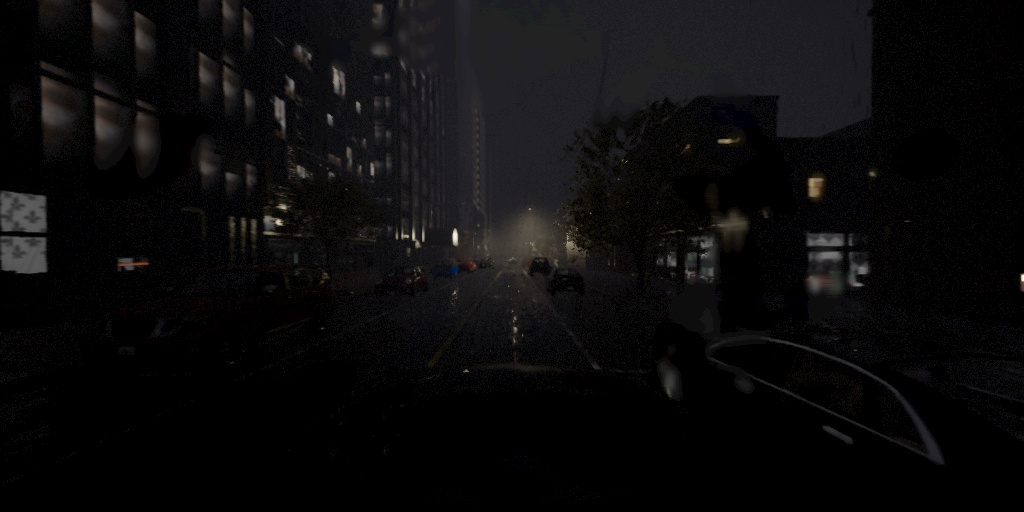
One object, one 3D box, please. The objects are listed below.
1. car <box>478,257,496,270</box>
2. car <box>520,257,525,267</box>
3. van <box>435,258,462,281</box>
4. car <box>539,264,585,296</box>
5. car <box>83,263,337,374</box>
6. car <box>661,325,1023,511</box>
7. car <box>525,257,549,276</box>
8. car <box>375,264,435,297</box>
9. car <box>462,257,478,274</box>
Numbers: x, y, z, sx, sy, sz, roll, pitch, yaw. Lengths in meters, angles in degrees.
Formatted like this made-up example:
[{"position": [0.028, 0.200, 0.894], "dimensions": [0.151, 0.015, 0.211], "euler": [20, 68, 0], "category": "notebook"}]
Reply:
[{"position": [-2.940, 0.881, 42.693], "dimensions": [1.837, 1.490, 4.892], "euler": [0, 0, 0], "category": "car"}, {"position": [2.794, 1.036, 63.955], "dimensions": [2.192, 1.841, 5.009], "euler": [0, 0, 0], "category": "car"}, {"position": [-5.644, 1.127, 30.772], "dimensions": [1.690, 1.789, 3.998], "euler": [0, 0, 0], "category": "van"}, {"position": [2.728, 1.279, 18.943], "dimensions": [2.007, 1.370, 4.403], "euler": [0, 0, 0], "category": "car"}, {"position": [-5.786, 1.105, 7.905], "dimensions": [2.192, 1.841, 5.009], "euler": [0, 0, 0], "category": "car"}, {"position": [2.818, 1.280, 3.075], "dimensions": [2.007, 1.370, 4.403], "euler": [0, 0, 0], "category": "car"}, {"position": [2.746, 1.041, 36.282], "dimensions": [2.192, 1.841, 5.009], "euler": [0, 0, 0], "category": "car"}, {"position": [-5.676, 1.228, 18.975], "dimensions": [1.967, 1.591, 4.097], "euler": [0, 0, 0], "category": "car"}, {"position": [-5.625, 1.099, 41.841], "dimensions": [2.192, 1.841, 5.009], "euler": [0, 0, 0], "category": "car"}]
